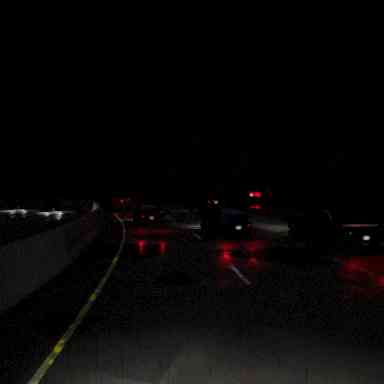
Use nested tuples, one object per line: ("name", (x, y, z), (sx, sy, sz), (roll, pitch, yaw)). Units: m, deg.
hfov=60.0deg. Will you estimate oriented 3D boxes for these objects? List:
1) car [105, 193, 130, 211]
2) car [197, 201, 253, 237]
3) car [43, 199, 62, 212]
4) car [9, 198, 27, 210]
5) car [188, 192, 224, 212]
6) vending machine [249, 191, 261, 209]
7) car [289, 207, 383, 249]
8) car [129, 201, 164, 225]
("car", (-8.927, 1.084, 39.674), (2.150, 2.045, 5.566), (0, 0, -24))
("car", (1.732, 1.426, 17.443), (1.812, 1.442, 4.674), (0, 0, -10))
("car", (-15.989, 1.458, 38.021), (2.033, 1.411, 5.357), (0, 0, -25))
("car", (-22.207, 1.493, 42.424), (2.033, 1.411, 5.357), (-1, 0, -29))
("car", (1.345, 1.051, 32.831), (2.150, 2.045, 5.566), (0, 0, -19))
("vending machine", (7.457, 0.964, 39.287), (1.100, 2.100, 0.880), (0, 1, -21))
("car", (5.816, 1.395, 14.134), (2.128, 1.511, 4.902), (0, 0, -8))
("car", (-3.061, 1.420, 22.921), (1.812, 1.442, 4.674), (0, 0, -14))
